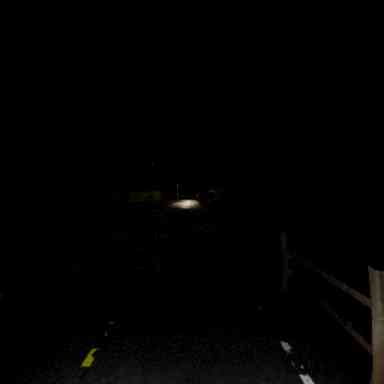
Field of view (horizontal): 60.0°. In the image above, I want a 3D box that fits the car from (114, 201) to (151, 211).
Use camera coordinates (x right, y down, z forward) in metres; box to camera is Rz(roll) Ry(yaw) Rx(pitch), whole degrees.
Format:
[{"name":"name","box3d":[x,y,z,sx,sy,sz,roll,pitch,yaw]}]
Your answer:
[{"name":"car","box3d":[-7.966,1.841,44.568,4.718,1.301,1.895,0,1,0]}]
